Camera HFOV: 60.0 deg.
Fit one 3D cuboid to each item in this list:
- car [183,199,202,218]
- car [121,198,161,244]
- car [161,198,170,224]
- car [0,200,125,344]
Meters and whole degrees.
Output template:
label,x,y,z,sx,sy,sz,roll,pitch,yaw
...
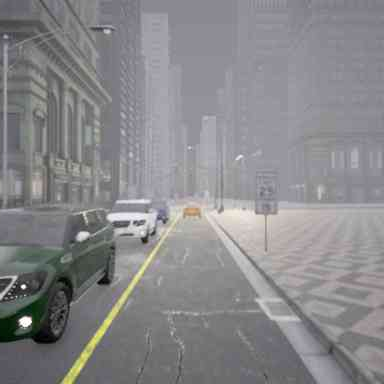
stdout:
label,x,y,z,sx,sy,sz,roll,pitch,yaw
car,0.026,1.852,34.750,1.882,1.535,5.008,0,-1,1
car,-3.099,1.406,17.348,2.150,2.045,5.566,0,-1,0
car,-3.072,1.523,28.065,2.150,2.045,5.566,0,-1,0
car,-3.095,1.295,6.901,2.150,2.045,5.566,0,-1,0
